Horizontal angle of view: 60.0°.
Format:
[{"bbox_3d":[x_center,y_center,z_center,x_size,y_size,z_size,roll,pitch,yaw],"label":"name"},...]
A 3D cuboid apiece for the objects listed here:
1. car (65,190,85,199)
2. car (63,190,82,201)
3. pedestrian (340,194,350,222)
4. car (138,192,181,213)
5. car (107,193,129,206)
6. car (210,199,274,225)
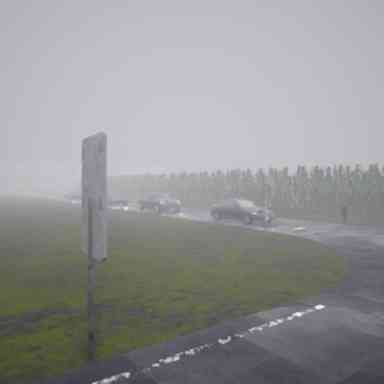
[{"bbox_3d":[-20.912,0.352,59.262,2.128,1.511,4.902,0,1,-36],"label":"car"},{"bbox_3d":[-18.019,0.610,50.356,1.895,1.301,4.718,0,1,-36],"label":"car"},{"bbox_3d":[9.886,1.006,21.577,0.375,1.860,0.375,1,-1,-36],"label":"pedestrian"},{"bbox_3d":[-2.890,0.814,29.126,2.097,1.767,4.553,0,1,-36],"label":"car"},{"bbox_3d":[-9.080,0.823,37.757,2.033,1.411,5.357,0,1,-35],"label":"car"},{"bbox_3d":[3.001,1.168,20.861,1.812,1.442,4.674,0,1,-34],"label":"car"}]
